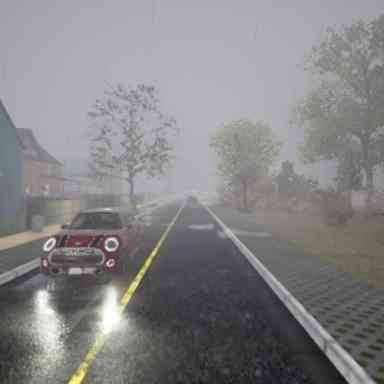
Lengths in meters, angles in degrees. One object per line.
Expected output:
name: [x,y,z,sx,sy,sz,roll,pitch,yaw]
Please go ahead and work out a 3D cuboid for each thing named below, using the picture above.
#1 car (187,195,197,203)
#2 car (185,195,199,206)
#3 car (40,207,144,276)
car: [-0.002,1.310,62.615,1.837,1.490,4.892,0,0,0]
car: [-0.001,1.342,52.184,1.837,1.490,4.892,0,0,0]
car: [-2.826,1.318,10.335,2.097,1.767,4.553,0,0,0]
